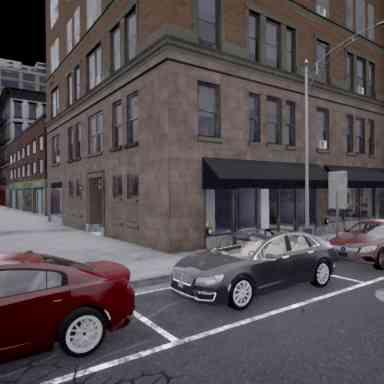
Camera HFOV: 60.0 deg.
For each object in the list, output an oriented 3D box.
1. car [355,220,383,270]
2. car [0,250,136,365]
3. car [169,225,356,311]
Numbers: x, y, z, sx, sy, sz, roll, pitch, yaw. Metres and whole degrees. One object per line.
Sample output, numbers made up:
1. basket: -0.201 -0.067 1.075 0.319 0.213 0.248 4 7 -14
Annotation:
1. car: 6.096 1.580 10.910 4.206 1.307 1.802 0 -1 -36
2. car: -2.985 1.544 4.413 4.507 1.381 1.887 0 -1 -36
3. car: 1.555 1.549 7.662 4.403 1.369 2.008 0 -1 -36
